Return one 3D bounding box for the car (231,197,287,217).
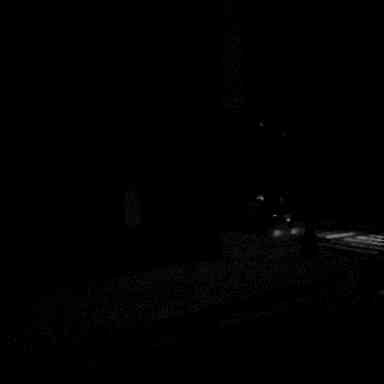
[{"bbox_3d":[5.715,1.254,29.025,1.752,1.417,4.829,1,0,-36],"label":"car"}]

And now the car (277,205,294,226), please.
[{"bbox_3d":[4.216,1.320,21.271,2.128,1.511,4.902,0,1,-34],"label":"car"}]

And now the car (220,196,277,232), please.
[{"bbox_3d":[2.132,1.157,19.452,2.192,1.841,5.009,1,0,-36],"label":"car"}]

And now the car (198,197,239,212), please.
[{"bbox_3d":[2.595,1.235,33.325,1.802,1.307,4.206,1,0,-36],"label":"car"}]
